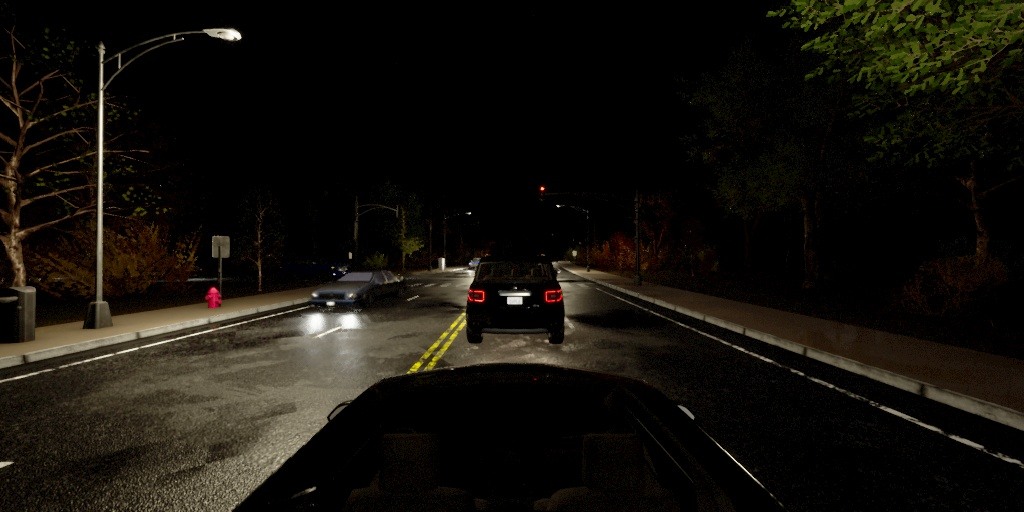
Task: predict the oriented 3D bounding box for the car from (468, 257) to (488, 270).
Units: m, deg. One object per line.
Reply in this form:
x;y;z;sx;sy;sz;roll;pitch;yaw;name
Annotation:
-4.777;1.056;50.934;2.097;1.767;4.553;0;0;4;car

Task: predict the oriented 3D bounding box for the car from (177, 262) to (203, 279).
-34.428;1.426;36.902;4.553;1.767;2.097;-1;-1;10;car

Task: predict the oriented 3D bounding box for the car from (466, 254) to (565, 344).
0.109;0.972;9.741;2.150;2.045;5.566;0;0;1;car

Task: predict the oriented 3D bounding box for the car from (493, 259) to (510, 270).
-1.461;1.190;52.005;2.128;1.511;4.902;0;0;2;car

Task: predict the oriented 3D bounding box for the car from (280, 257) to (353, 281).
-16.816;1.075;30.583;5.566;2.045;2.150;-1;-1;10;car

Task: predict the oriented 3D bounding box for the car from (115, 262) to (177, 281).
-34.900;1.537;33.684;4.902;1.511;2.128;-1;-1;10;car

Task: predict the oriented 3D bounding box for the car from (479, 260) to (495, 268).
-4.077;1.285;59.890;1.895;1.301;4.718;0;0;5;car

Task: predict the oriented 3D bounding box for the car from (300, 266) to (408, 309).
-6.200;1.298;15.339;2.033;1.411;5.357;0;0;5;car
